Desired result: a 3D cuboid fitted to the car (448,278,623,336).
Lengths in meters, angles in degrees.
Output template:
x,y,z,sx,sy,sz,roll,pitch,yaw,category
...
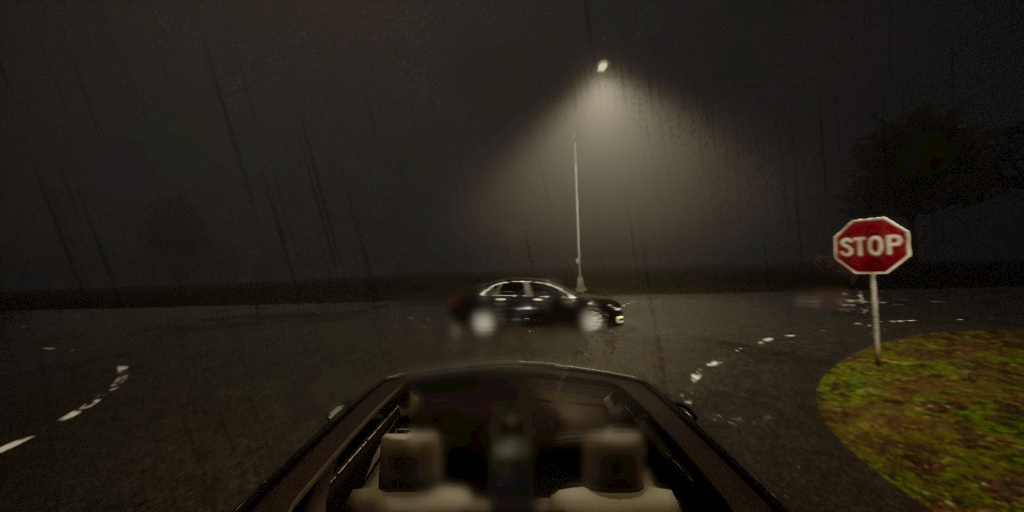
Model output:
x,y,z,sx,sy,sz,roll,pitch,yaw,category
0.649,1.384,10.308,4.892,1.490,1.837,-1,-2,0,car
